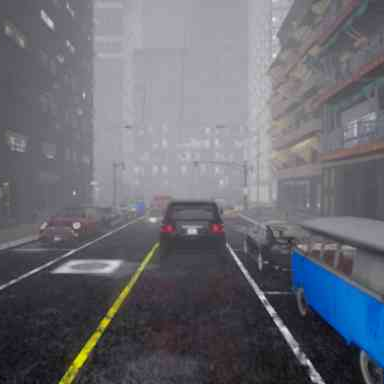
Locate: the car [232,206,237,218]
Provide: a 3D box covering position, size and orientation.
[{"bbox_3d":[2.687,1.556,27.407,1.752,1.417,4.829,-1,0,0],"label":"car"}]

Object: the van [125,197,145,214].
[{"bbox_3d":[-5.695,1.378,32.870,1.690,1.788,3.998,-1,0,0],"label":"van"}]

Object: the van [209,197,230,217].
[{"bbox_3d":[2.686,1.378,32.839,1.690,1.788,3.998,-1,0,0],"label":"van"}]

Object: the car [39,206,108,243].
[{"bbox_3d":[-5.698,1.458,16.064,1.967,1.590,4.097,-1,0,0],"label":"car"}]

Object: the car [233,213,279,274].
[{"bbox_3d":[2.683,1.562,10.431,2.008,1.369,4.403,-1,0,0],"label":"car"}]

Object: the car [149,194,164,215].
[{"bbox_3d":[-3.018,1.260,34.222,2.150,2.045,5.566,0,0,0],"label":"car"}]

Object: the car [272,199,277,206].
[{"bbox_3d":[15.252,1.404,52.166,5.009,1.841,2.192,0,0,0],"label":"car"}]

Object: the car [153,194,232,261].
[{"bbox_3d":[0.038,1.237,12.409,2.150,2.045,5.566,0,0,1],"label":"car"}]

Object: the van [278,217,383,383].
[{"bbox_3d":[2.678,1.346,4.829,1.690,1.788,3.998,-1,0,0],"label":"van"}]

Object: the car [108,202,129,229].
[{"bbox_3d":[-5.695,1.590,21.665,1.947,1.339,4.313,-1,0,0],"label":"car"}]

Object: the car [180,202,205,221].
[{"bbox_3d":[0.058,1.596,28.737,1.994,1.385,4.181,0,0,0],"label":"car"}]

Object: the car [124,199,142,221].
[{"bbox_3d":[-5.693,1.581,27.268,2.008,1.369,4.403,-1,0,0],"label":"car"}]
